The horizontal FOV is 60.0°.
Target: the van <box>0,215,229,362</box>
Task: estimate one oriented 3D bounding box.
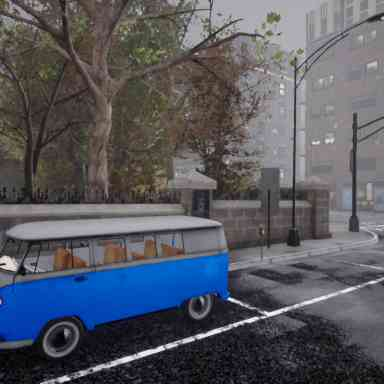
[{"bbox_3d":[-1.219,1.342,5.621,3.998,1.788,1.690,0,1,-35],"label":"van"}]
